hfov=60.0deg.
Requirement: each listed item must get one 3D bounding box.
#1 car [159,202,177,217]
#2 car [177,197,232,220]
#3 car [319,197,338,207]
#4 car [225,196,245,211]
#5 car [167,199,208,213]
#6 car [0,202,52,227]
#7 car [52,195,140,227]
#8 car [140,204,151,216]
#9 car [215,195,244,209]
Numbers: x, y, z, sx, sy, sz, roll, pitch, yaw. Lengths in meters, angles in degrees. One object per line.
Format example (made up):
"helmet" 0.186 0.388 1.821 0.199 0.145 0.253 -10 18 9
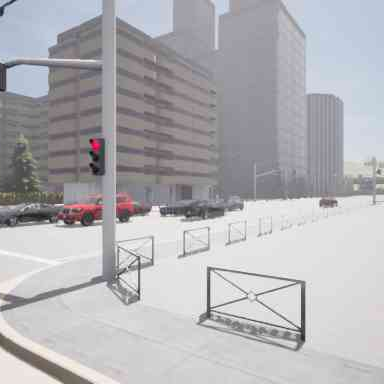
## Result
"car" -1.036 1.601 31.593 1.895 1.301 4.718 0 0 35
"car" 1.197 1.477 28.301 1.882 1.535 5.008 0 0 35
"car" 20.846 1.478 50.674 1.882 1.535 5.008 0 0 35
"car" 4.650 1.526 39.814 1.812 1.442 4.674 0 0 35
"car" -0.437 1.547 38.625 2.033 1.411 5.357 0 0 35
"car" -11.244 1.492 22.951 2.128 1.511 4.902 0 0 35
"car" -6.582 1.221 23.549 2.150 2.045 5.566 0 0 35
"car" -5.984 1.601 30.582 1.895 1.301 4.718 0 0 35
"car" 5.356 1.352 46.961 2.097 1.767 4.553 0 0 35
